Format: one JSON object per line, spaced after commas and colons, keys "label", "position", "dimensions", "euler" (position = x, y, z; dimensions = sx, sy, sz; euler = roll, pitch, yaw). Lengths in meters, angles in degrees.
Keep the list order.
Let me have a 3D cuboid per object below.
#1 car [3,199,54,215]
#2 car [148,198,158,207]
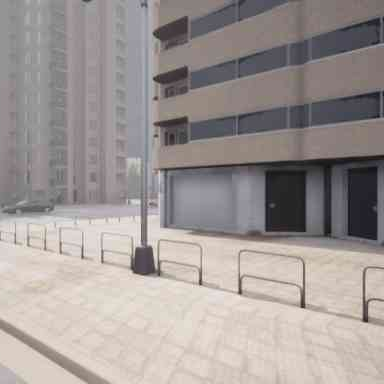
{"label": "car", "position": [-16.684, 1.547, 34.142], "dimensions": [1.837, 1.490, 4.892], "euler": [0, 1, 39]}
{"label": "car", "position": [-4.367, 1.396, 49.495], "dimensions": [2.097, 1.767, 4.553], "euler": [0, 0, 39]}
